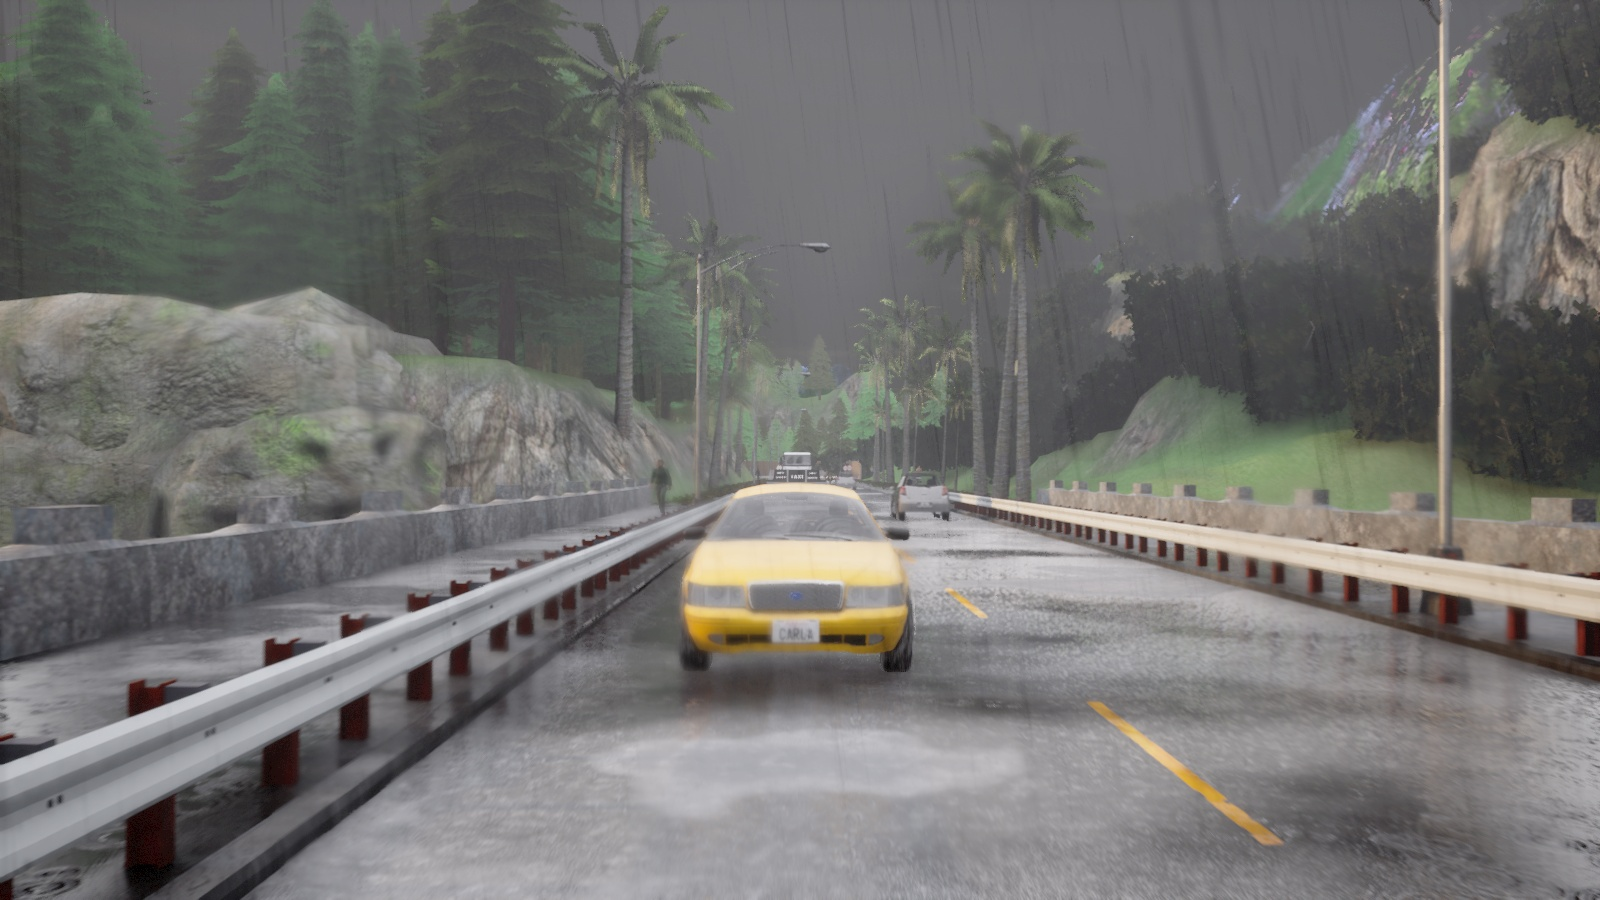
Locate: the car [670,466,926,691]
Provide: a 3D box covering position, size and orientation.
[{"bbox_3d":[-0.025,0.946,11.546,1.801,1.575,5.366,0,-1,0],"label":"car"}]

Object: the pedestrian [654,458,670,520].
[{"bbox_3d":[-4.205,1.182,38.269,0.353,1.847,0.614,0,-1,5],"label":"pedestrian"}]

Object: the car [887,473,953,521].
[{"bbox_3d":[3.911,1.507,41.455,1.845,1.501,3.633,0,-1,0],"label":"car"}]
